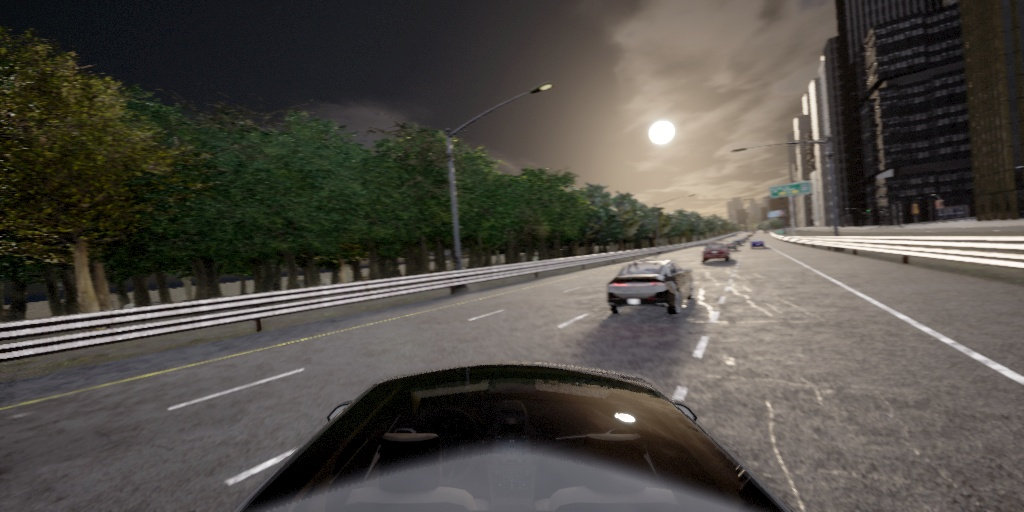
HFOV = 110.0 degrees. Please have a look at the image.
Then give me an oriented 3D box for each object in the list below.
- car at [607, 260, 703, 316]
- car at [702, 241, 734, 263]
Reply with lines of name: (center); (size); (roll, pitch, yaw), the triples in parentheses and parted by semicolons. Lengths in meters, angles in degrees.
car: (4.523, 0.876, 11.447); (2.128, 1.511, 4.902); (-5, 0, 34)
car: (18.812, -0.429, 33.032); (2.097, 1.767, 4.553); (-5, 0, 34)
